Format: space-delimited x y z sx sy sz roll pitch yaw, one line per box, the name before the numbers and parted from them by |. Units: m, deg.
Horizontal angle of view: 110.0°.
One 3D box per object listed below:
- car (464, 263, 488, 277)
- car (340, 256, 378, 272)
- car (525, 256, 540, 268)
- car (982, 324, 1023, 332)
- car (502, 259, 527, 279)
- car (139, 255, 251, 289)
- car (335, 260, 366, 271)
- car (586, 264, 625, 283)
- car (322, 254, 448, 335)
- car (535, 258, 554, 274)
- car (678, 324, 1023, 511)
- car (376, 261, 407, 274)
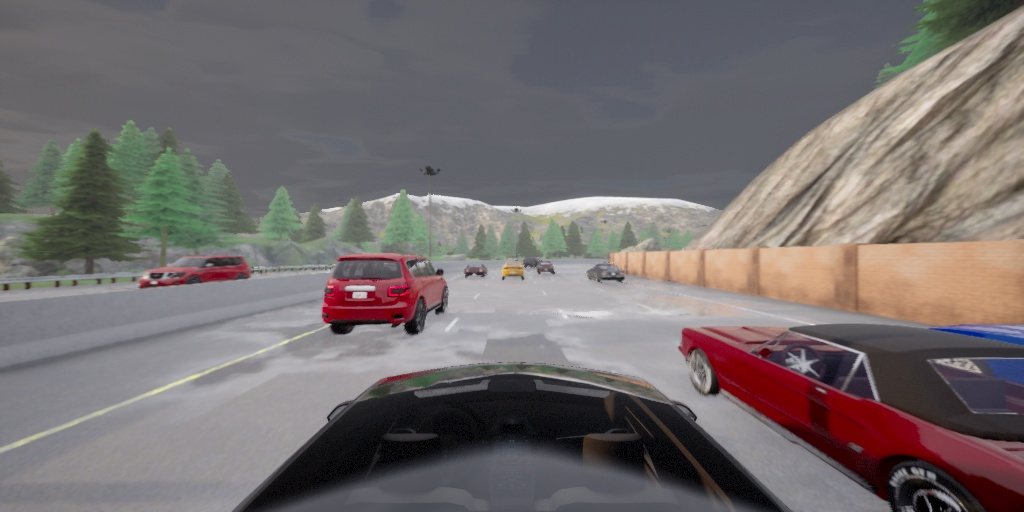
car | -3.375 1.352 34.611 1.895 1.301 4.718 0 0 1
car | -20.263 0.971 47.730 2.150 2.045 5.566 0 0 7
car | 3.584 0.974 58.167 2.150 2.045 5.566 -1 0 21
car | 7.098 1.228 3.354 1.882 1.535 5.008 0 0 0
car | 0.102 1.228 32.567 1.882 1.535 5.008 0 0 0
car | -17.595 0.974 20.394 2.150 2.045 5.566 0 0 0
car | -23.208 1.277 51.783 1.812 1.442 4.674 0 0 9
car | 7.094 1.298 27.611 2.033 1.411 5.357 0 0 0
car | -3.398 0.971 10.688 2.150 2.045 5.566 0 0 0
car | 3.876 1.276 41.276 1.812 1.442 4.674 0 0 4
car | 3.598 1.351 3.644 1.895 1.301 4.718 0 0 0
car | -13.787 1.277 41.451 1.812 1.442 4.674 0 0 3
